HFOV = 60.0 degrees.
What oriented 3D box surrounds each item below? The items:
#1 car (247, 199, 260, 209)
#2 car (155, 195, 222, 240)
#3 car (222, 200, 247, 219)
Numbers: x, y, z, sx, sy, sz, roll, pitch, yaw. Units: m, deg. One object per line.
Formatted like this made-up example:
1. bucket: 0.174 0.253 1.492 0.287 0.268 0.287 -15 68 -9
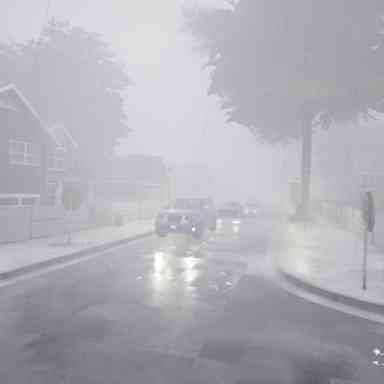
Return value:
1. car: 9.168 1.756 50.124 1.994 1.385 4.181 1 0 16
2. car: -0.108 1.236 17.826 2.150 2.045 5.566 1 1 16
3. car: 3.606 1.564 30.897 1.882 1.535 5.008 1 0 16
